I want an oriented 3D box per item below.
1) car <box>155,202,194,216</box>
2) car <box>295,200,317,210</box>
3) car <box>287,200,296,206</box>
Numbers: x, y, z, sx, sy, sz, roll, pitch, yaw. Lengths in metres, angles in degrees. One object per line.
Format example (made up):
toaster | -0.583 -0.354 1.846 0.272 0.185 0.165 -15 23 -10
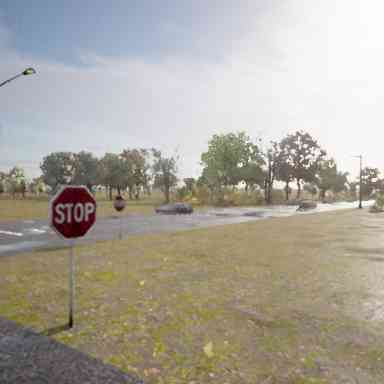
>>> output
car | -1.907 1.916 38.165 2.033 1.411 5.357 1 0 36
car | 19.473 2.244 55.789 1.837 1.490 4.892 1 0 36
car | 21.917 2.411 71.122 1.895 1.301 4.718 1 0 36
